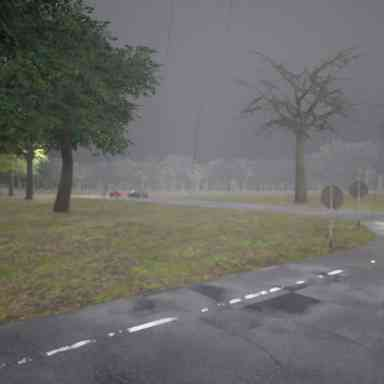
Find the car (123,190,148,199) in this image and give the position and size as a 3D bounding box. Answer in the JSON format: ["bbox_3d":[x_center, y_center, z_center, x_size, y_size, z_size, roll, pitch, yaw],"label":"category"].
[{"bbox_3d":[-9.293,0.344,56.890,2.128,1.511,4.902,1,0,-36],"label":"car"}]

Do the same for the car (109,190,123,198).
[{"bbox_3d":[-14.145,0.302,63.381,1.882,1.535,5.008,1,-1,-36],"label":"car"}]
